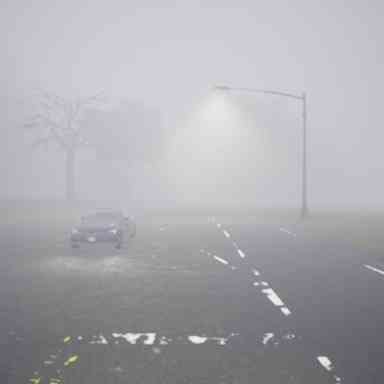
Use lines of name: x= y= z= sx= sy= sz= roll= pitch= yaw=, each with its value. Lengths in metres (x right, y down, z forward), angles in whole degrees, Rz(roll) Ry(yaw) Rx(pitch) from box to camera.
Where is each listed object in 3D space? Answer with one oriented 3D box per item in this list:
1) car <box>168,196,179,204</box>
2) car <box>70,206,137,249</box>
car: x=-3.502 y=1.543 z=64.110 sx=2.033 sy=1.411 sz=5.357 roll=0 pitch=0 yaw=0
car: x=-3.479 y=1.357 z=13.854 sx=1.812 sy=1.442 sz=4.674 roll=1 pitch=1 yaw=0
